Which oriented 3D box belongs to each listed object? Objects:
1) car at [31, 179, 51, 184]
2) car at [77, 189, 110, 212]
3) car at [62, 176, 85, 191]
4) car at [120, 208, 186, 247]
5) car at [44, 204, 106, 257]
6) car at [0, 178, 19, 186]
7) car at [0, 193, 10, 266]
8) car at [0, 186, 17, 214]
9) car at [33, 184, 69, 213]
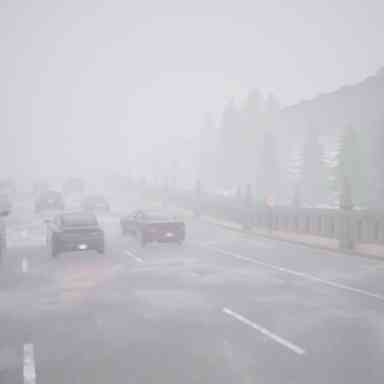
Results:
[{"bbox_3d":[-17.629,-0.745,38.977,1.837,1.490,4.892,0,7,-27],"label":"car"},{"bbox_3d":[-8.301,0.814,28.235,1.994,1.385,4.181,0,5,-26],"label":"car"},{"bbox_3d":[-14.376,-0.980,40.295,2.150,2.045,5.566,0,7,-27],"label":"car"},{"bbox_3d":[-2.002,1.505,15.756,1.882,1.535,5.008,0,2,-26],"label":"car"},{"bbox_3d":[-4.787,1.534,13.491,1.837,1.490,4.892,0,2,-26],"label":"car"},{"bbox_3d":[-20.755,-0.763,37.403,1.837,1.490,4.892,0,7,-27],"label":"car"},{"bbox_3d":[-7.496,1.251,11.071,2.150,2.045,5.566,0,1,-27],"label":"car"},{"bbox_3d":[-14.562,0.703,25.104,2.128,1.511,4.902,0,5,-26],"label":"car"},{"bbox_3d":[-11.435,0.578,26.682,2.097,1.767,4.553,0,5,-26],"label":"car"}]
